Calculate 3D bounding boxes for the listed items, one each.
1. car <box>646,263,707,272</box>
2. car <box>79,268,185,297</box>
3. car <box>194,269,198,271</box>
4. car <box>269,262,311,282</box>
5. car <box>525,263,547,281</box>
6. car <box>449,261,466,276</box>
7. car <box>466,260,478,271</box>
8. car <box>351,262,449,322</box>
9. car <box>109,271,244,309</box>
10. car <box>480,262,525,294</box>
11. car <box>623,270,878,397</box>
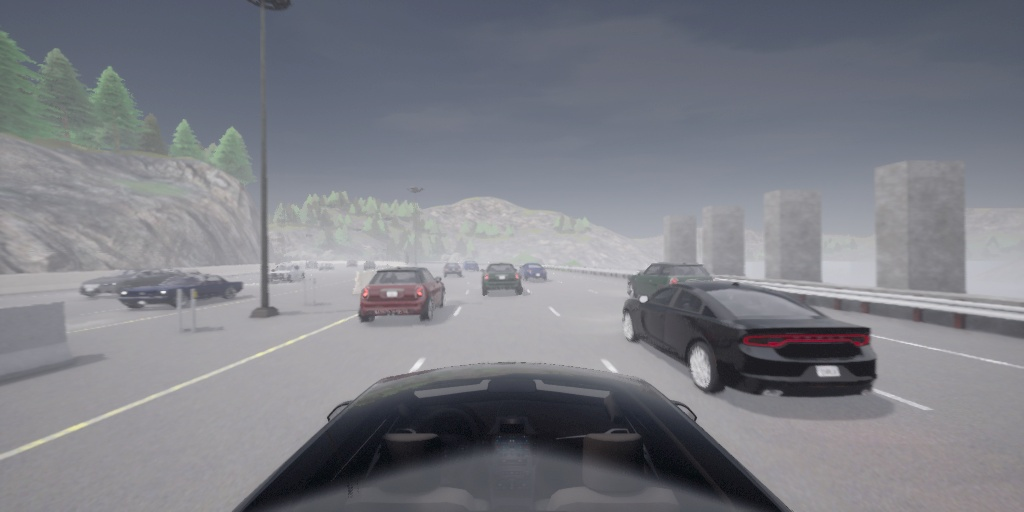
[{"bbox_3d":[6.693,1.061,15.454,2.097,1.767,4.553,-1,0,-4],"label":"car"},{"bbox_3d":[-22.095,1.496,21.001,2.128,1.511,4.902,-1,0,-6],"label":"car"},{"bbox_3d":[-26.613,1.662,28.583,1.895,1.301,4.718,-1,0,-9],"label":"car"},{"bbox_3d":[-20.113,1.530,32.068,1.812,1.442,4.674,-1,0,-10],"label":"car"},{"bbox_3d":[1.687,1.312,30.729,1.812,1.442,4.674,0,0,-9],"label":"car"},{"bbox_3d":[-6.441,1.428,38.431,2.033,1.411,5.357,0,0,-13],"label":"car"},{"bbox_3d":[-6.081,1.379,51.406,1.882,1.535,5.008,0,0,-16],"label":"car"},{"bbox_3d":[-3.666,1.158,12.732,2.097,1.767,4.553,-1,0,-3],"label":"car"},{"bbox_3d":[-14.623,1.522,16.217,1.895,1.301,4.718,-1,0,-4],"label":"car"},{"bbox_3d":[-0.723,1.144,20.689,2.097,1.767,4.553,-1,0,-6],"label":"car"},{"bbox_3d":[3.635,1.201,6.677,1.882,1.535,5.008,0,0,-2],"label":"car"}]
